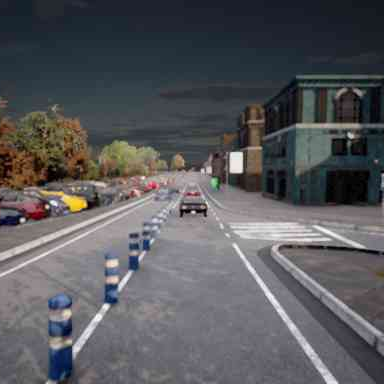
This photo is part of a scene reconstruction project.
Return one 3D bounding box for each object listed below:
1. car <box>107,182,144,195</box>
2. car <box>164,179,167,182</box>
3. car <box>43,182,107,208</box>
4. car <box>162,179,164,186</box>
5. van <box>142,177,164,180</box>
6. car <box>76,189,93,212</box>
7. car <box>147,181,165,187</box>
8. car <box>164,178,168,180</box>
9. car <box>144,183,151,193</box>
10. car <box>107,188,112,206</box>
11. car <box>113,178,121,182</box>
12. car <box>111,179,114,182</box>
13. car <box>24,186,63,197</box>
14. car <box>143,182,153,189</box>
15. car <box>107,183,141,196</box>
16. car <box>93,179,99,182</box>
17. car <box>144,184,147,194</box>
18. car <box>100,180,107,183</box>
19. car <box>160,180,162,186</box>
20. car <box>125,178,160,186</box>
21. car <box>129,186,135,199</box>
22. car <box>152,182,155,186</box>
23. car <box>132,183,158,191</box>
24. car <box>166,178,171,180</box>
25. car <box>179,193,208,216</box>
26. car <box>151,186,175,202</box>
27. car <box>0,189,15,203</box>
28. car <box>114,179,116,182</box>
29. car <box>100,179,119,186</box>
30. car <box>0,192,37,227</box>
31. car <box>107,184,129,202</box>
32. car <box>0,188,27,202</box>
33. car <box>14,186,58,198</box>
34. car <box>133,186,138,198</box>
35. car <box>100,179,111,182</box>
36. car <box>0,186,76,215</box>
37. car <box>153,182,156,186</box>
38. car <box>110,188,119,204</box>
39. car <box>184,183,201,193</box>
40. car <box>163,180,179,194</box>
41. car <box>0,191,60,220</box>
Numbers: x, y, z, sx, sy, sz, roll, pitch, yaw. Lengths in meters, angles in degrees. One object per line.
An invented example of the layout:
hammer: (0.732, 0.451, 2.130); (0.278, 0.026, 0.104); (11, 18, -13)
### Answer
car: (-9.802, -0.118, 48.469); (4.553, 1.767, 2.185); (0, 3, 1)
car: (-9.479, -1.872, 81.842); (5.008, 1.535, 2.097); (0, 3, 1)
car: (-9.998, 0.460, 26.189); (5.566, 2.045, 2.435); (0, 1, 1)
car: (-9.529, -1.539, 76.285); (4.892, 1.521, 2.231); (0, 3, 1)
van: (-9.615, -1.931, 79.051); (4.442, 1.987, 1.878); (0, 3, 1)
car: (-9.989, 0.755, 23.400); (5.008, 1.535, 2.097); (0, 1, 1)
car: (-9.426, -2.164, 87.401); (4.674, 1.452, 2.002); (0, 3, 1)
car: (-9.443, -2.038, 84.620); (5.008, 1.535, 2.097); (0, 3, 1)
car: (-9.715, -0.258, 54.045); (5.008, 1.535, 2.097); (0, 3, 0)
car: (-9.938, 0.659, 28.982); (4.892, 1.521, 2.231); (0, 1, 1)
car: (-22.475, -2.463, 87.473); (5.566, 2.045, 2.435); (0, 3, 1)
car: (-22.560, -1.878, 81.928); (4.892, 1.521, 2.231); (0, 3, 1)
car: (-22.833, -0.123, 51.205); (5.008, 1.535, 2.097); (0, 3, 1)
car: (-9.692, -0.402, 56.830); (5.008, 1.535, 2.097); (0, 3, 1)
car: (-9.827, 0.002, 45.692); (4.553, 1.767, 2.185); (0, 2, 1)
car: (-22.649, -1.303, 68.013); (5.566, 2.045, 2.435); (0, 3, 1)
car: (-9.749, -0.081, 51.261); (4.674, 1.452, 2.002); (0, 3, 1)
car: (-22.605, -1.507, 76.370); (4.674, 1.452, 2.002); (0, 3, 1)
car: (-9.758, -1.213, 70.730); (5.366, 1.575, 1.946); (0, 3, 1)
car: (-9.651, -1.131, 65.157); (5.566, 2.045, 2.435); (0, 3, 1)
car: (-9.816, 0.369, 40.127); (4.792, 1.488, 2.163); (0, 2, 1)
car: (-9.643, -0.525, 59.614); (4.792, 1.488, 2.163); (0, 3, 1)
car: (-9.592, -1.045, 67.950); (5.008, 1.535, 2.097); (0, 3, 1)
car: (-9.214, -2.375, 90.175); (5.366, 1.575, 1.946); (0, 3, 1)
car: (0.092, 0.965, 24.019); (1.895, 1.301, 4.718); (0, 2, 0)
car: (-3.355, 0.347, 39.598); (1.812, 1.442, 4.674); (0, 2, 0)
car: (-22.946, 0.429, 37.274); (5.008, 1.535, 2.097); (0, 2, 1)
car: (-22.557, -2.016, 84.708); (4.792, 1.488, 2.163); (0, 3, 1)
car: (-22.447, -2.505, 90.260); (4.553, 1.767, 2.185); (0, 3, 1)
car: (-10.039, 0.873, 15.051); (4.792, 1.488, 2.163); (0, 1, 1)
car: (-9.839, 0.308, 37.335); (4.553, 1.767, 2.185); (0, 2, 1)
car: (-22.919, 0.333, 40.191); (4.892, 1.521, 2.231); (0, 2, 1)
car: (-22.667, 0.002, 48.417); (5.366, 1.575, 1.946); (0, 2, 1)
car: (-9.850, 0.267, 42.913); (4.792, 1.488, 2.163); (0, 2, 1)
car: (-22.583, -1.713, 79.148); (5.008, 1.535, 2.097); (0, 3, 1)
car: (-10.050, 0.664, 20.619); (4.553, 1.767, 2.185); (0, 1, 1)
car: (-9.644, -0.675, 62.396); (4.674, 1.452, 2.002); (0, 3, 1)
car: (-9.891, 0.625, 31.761); (4.792, 1.488, 2.163); (0, 2, 1)
car: (0.083, 0.075, 42.190); (2.097, 1.767, 4.553); (0, 2, 0)
car: (-3.305, -0.644, 57.788); (2.097, 1.767, 4.553); (0, 3, 1)
car: (-10.073, 0.846, 17.835); (4.792, 1.488, 2.163); (0, 1, 1)
